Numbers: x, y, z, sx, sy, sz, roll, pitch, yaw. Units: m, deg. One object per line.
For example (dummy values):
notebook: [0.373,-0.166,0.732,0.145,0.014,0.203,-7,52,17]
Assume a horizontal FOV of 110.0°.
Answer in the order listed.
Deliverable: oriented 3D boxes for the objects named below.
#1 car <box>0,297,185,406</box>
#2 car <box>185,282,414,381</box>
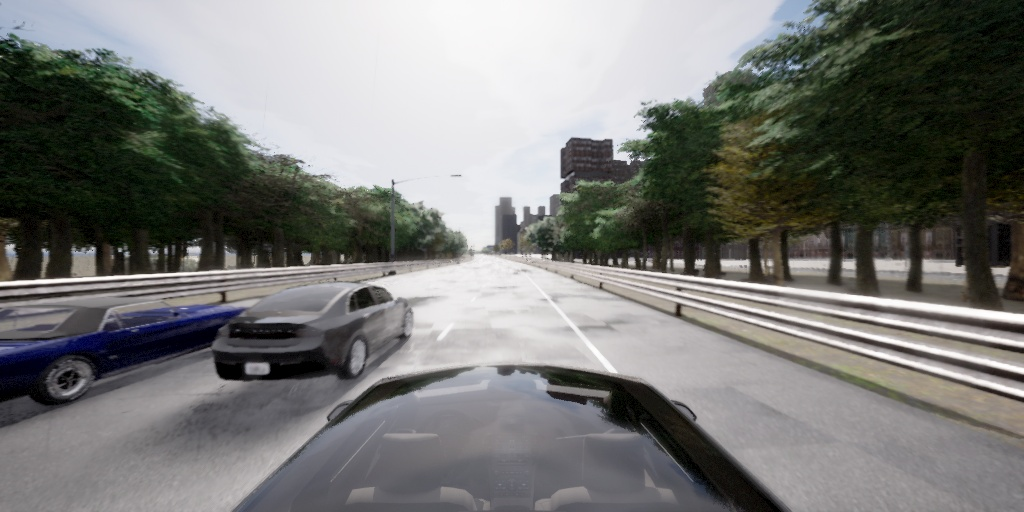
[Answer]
car: [-6.904,1.363,6.231,1.895,1.301,4.718,0,0,0]
car: [-3.407,1.263,7.218,1.837,1.490,4.892,0,0,0]
